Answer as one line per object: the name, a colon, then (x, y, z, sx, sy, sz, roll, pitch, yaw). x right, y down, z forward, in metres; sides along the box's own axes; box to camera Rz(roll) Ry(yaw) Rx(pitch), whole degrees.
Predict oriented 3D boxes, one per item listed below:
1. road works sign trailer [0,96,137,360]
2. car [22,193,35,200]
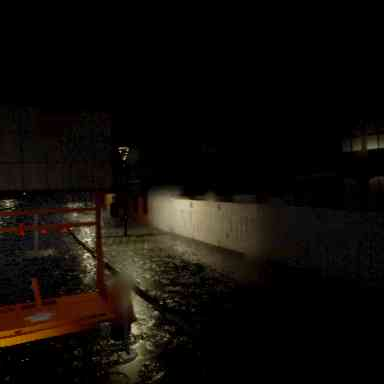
road works sign trailer: (-2.398, 0.410, 5.106, 2.380, 3.560, 2.880, -2, 1, -28)
car: (-36.860, 0.772, 74.882, 2.150, 2.045, 5.566, -2, 1, -32)
